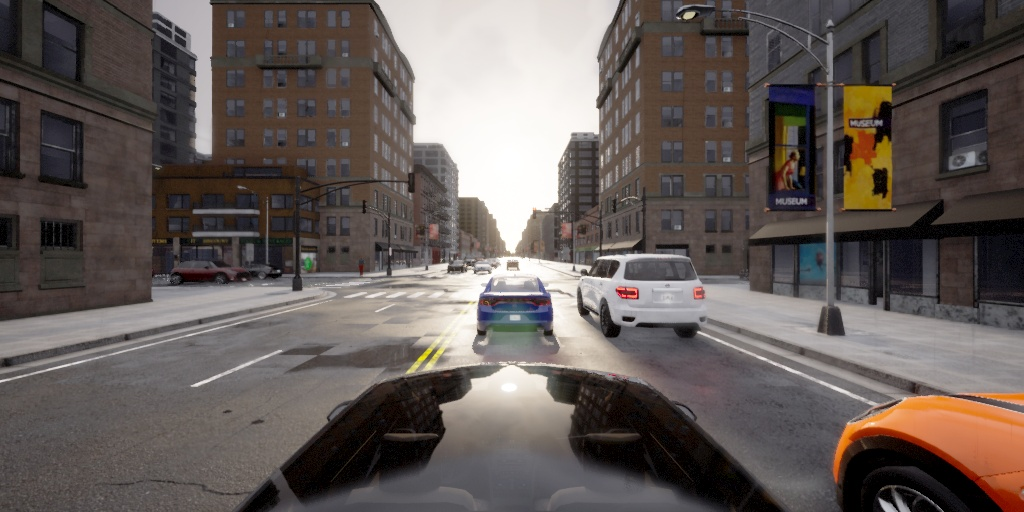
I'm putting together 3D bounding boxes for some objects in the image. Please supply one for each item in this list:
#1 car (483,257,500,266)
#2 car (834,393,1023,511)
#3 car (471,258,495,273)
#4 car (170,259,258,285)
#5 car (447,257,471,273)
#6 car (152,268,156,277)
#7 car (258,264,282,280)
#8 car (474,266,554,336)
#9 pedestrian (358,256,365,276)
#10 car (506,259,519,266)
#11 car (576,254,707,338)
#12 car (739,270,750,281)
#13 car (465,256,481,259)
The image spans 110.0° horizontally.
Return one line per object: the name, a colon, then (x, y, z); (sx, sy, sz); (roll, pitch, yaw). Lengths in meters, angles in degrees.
car: (-3.313, 1.264, 56.113); (1.812, 1.442, 4.674); (0, 0, 0)
car: (3.344, 1.103, 0.640); (2.097, 1.767, 4.553); (0, 0, 0)
car: (-3.333, 1.270, 41.355); (1.812, 1.442, 4.674); (0, 0, 0)
car: (-21.121, 1.093, 25.293); (4.553, 1.767, 2.097); (0, 0, 0)
car: (-6.577, 1.221, 43.408); (1.882, 1.535, 5.008); (0, 0, 0)
car: (-33.135, 1.341, 30.844); (4.207, 1.307, 1.802); (0, 0, 0)
car: (-22.113, 1.327, 30.782); (4.313, 1.339, 1.948); (0, 0, 0)
car: (0.085, 1.227, 10.491); (1.882, 1.535, 5.008); (0, 0, 0)
pedestrian: (-14.129, 0.916, 33.615); (0.375, 1.860, 0.375); (0, 0, 0)
car: (0.124, 1.216, 56.169); (1.882, 1.535, 5.008); (0, 0, 0)
car: (3.336, 0.971, 10.351); (2.150, 2.045, 5.566); (0, 0, 0)
car: (21.116, 1.344, 28.361); (5.357, 1.411, 2.033); (0, 0, 0)
car: (-6.566, 0.961, 56.677); (2.150, 2.045, 5.566); (0, 0, 0)
